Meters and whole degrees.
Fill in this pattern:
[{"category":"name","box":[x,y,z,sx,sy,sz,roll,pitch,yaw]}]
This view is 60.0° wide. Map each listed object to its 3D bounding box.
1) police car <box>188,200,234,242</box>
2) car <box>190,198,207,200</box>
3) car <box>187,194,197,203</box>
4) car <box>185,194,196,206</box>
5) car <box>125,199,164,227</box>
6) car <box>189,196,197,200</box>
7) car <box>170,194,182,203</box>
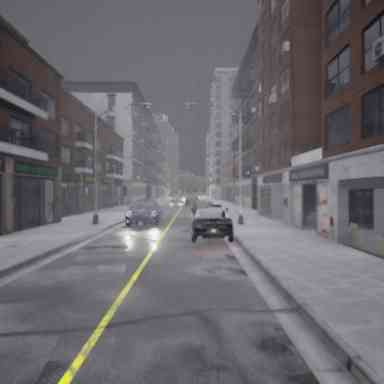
[{"category":"police car","box":[0.901,1.399,16.377,1.930,1.638,5.238,0,0,0]},{"category":"car","box":[0.901,1.460,26.267,1.837,1.490,4.892,0,0,0]},{"category":"car","box":[0.003,1.208,66.745,2.097,1.767,4.553,0,0,0]},{"category":"car","box":[0.002,1.249,51.767,2.097,1.767,4.553,0,0,0]},{"category":"car","box":[-3.095,1.315,22.333,2.097,1.767,4.553,0,0,0]},{"category":"car","box":[0.901,1.421,32.267,1.882,1.535,5.008,0,0,0]},{"category":"car","box":[-3.012,1.226,63.453,2.097,1.767,4.553,0,0,0]}]
